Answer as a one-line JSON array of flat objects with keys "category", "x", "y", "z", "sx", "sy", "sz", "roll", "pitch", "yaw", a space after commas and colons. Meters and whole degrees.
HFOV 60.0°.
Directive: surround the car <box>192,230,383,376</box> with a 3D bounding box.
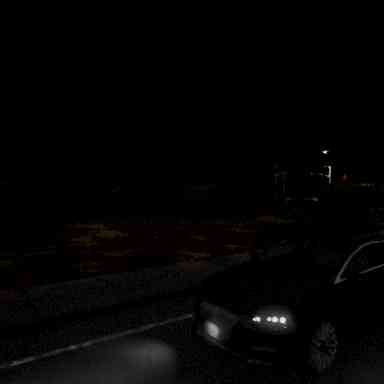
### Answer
[{"category": "car", "x": 2.266, "y": 1.459, "z": 5.598, "sx": 4.902, "sy": 1.511, "sz": 2.128, "roll": 0, "pitch": 0, "yaw": -35}]
